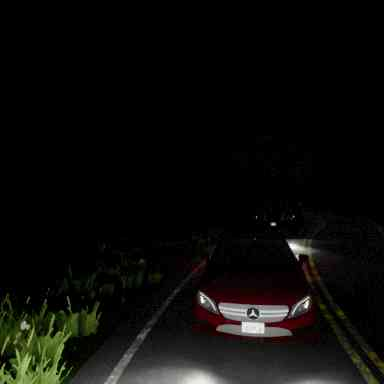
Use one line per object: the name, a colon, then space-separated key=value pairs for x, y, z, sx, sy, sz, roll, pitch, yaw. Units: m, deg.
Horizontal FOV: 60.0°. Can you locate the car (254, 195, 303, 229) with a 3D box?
car: x=5.005 y=1.215 z=18.857 sx=2.150 sy=2.045 sz=5.566 roll=-2 pitch=-1 yaw=22

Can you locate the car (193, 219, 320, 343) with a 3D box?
car: x=1.232 y=1.534 z=6.686 sx=1.812 sy=1.442 sz=4.674 roll=-1 pitch=0 yaw=11
